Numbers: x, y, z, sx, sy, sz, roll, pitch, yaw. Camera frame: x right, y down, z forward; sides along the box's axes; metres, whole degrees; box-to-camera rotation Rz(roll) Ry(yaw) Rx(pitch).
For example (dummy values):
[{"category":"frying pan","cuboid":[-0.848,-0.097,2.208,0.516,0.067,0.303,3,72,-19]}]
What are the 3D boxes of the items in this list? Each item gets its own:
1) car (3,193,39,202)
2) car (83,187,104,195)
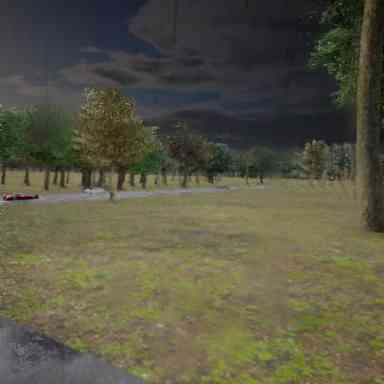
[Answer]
[{"category":"car","cuboid":[-25.817,0.779,50.510,1.895,1.301,4.718,4,4,36]},{"category":"car","cuboid":[-20.647,-0.222,69.709,1.812,1.442,4.674,4,4,35]}]
